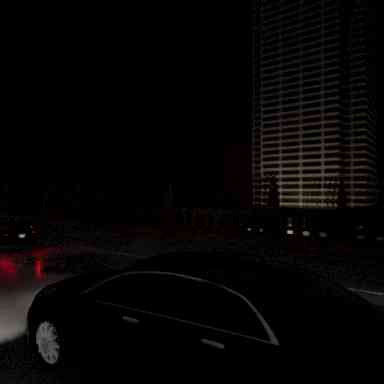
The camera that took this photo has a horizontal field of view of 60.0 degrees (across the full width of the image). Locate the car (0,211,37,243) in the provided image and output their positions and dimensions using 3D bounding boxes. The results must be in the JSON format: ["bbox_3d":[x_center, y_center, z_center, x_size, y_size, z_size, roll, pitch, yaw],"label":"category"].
[{"bbox_3d":[-8.539,1.536,14.375,4.674,1.442,1.812,0,0,35],"label":"car"}]

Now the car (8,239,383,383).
[{"bbox_3d":[-0.083,1.507,4.050,4.892,1.490,1.837,0,0,35],"label":"car"}]
